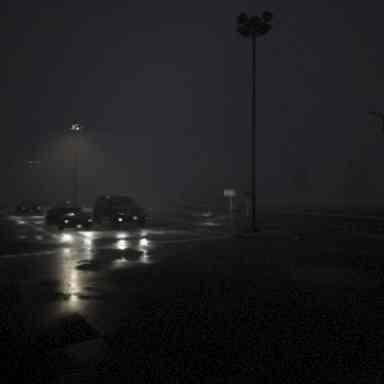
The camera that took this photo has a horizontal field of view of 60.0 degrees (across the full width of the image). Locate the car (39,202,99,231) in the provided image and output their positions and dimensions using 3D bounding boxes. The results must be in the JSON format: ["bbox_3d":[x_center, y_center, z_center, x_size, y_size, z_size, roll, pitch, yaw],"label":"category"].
[{"bbox_3d":[-8.098,1.603,21.582,2.033,1.411,5.357,1,0,-35],"label":"car"}]

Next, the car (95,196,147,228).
[{"bbox_3d":[-5.220,1.311,23.588,2.150,2.045,5.566,1,0,-35],"label":"car"}]

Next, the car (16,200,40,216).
[{"bbox_3d":[-16.751,1.583,33.982,1.812,1.442,4.674,1,-1,-35],"label":"car"}]
